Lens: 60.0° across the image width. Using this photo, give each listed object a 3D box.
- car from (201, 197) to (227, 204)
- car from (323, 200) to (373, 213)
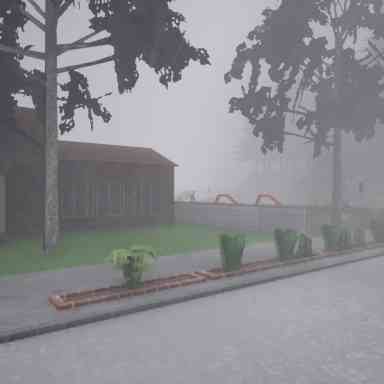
[{"bbox_3d":[3.223,1.505,47.725,1.837,1.490,4.892,0,0,-35],"label":"car"},{"bbox_3d":[14.732,1.526,31.511,1.812,1.442,4.674,0,0,-35],"label":"car"}]
